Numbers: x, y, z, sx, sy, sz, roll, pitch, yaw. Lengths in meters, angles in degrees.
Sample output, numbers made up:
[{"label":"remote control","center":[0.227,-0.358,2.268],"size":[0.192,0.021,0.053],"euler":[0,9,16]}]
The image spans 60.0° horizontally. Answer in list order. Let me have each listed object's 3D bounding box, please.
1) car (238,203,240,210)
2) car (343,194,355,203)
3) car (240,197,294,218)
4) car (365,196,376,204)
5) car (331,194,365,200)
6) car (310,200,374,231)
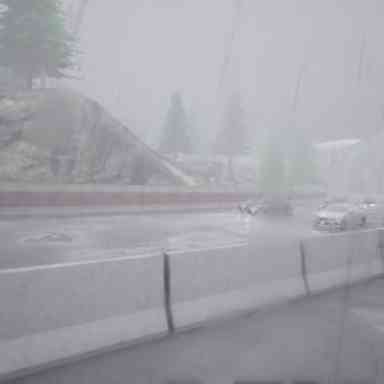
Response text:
[{"label":"car","center":[6.423,1.197,32.127],"size":[4.902,1.511,2.128],"euler":[0,1,-45]},{"label":"car","center":[30.670,1.207,64.823],"size":[1.837,1.490,4.892],"euler":[1,1,29]},{"label":"car","center":[6.520,1.260,27.360],"size":[4.902,1.511,2.128],"euler":[1,1,-44]},{"label":"car","center":[31.680,1.447,59.301],"size":[1.895,1.301,4.718],"euler":[1,1,29]},{"label":"car","center":[12.744,1.214,28.569],"size":[2.097,1.767,4.553],"euler":[2,1,44]},{"label":"car","center":[8.993,1.427,20.132],"size":[4.674,1.442,1.812],"euler":[0,1,-42]}]
